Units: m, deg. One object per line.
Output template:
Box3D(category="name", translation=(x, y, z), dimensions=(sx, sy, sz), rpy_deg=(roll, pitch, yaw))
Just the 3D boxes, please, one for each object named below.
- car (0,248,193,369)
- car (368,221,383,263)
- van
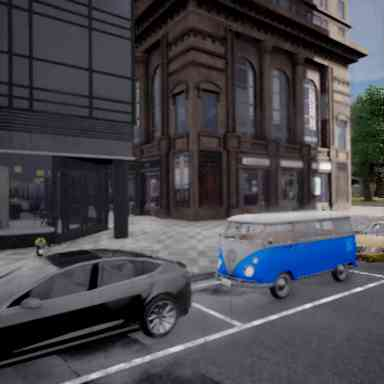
Box3D(category="car", translation=(-1.985, 1.648, 5.204), dimensions=(4.313, 1.339, 1.947), rpy_deg=(0, -1, -35))
Box3D(category="car", translation=(6.754, 1.574, 11.388), dimensions=(4.829, 1.417, 1.752), rpy_deg=(0, -1, -35))
Box3D(category="van", translation=(2.451, 1.406, 8.347), dimensions=(3.998, 1.788, 1.690), rpy_deg=(0, -1, -35))
